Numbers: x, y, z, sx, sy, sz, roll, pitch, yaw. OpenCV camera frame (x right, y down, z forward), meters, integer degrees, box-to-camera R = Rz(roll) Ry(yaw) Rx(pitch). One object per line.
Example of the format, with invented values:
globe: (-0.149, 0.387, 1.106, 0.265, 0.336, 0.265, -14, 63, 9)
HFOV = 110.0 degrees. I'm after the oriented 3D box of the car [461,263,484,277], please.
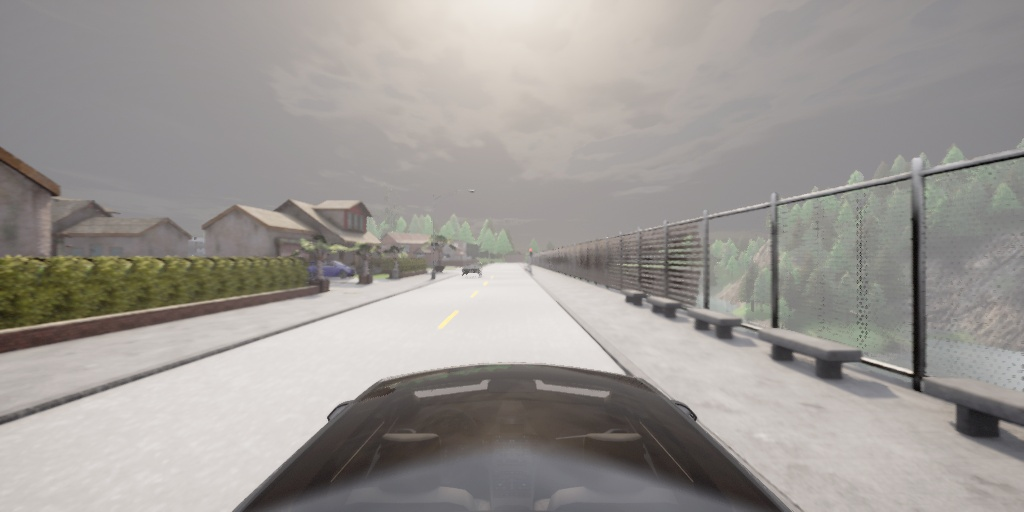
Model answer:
car: (-4.002, 1.359, 36.568, 1.895, 1.301, 4.718, 0, 0, 0)
